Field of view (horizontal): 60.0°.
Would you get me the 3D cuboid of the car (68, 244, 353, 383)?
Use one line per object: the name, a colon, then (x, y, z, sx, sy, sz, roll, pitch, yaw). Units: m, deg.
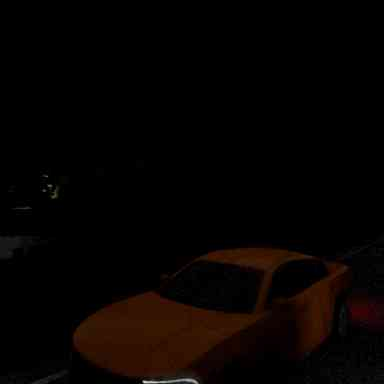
car: (0.750, 1.609, 4.837, 1.882, 1.535, 5.008, -2, -2, 42)
